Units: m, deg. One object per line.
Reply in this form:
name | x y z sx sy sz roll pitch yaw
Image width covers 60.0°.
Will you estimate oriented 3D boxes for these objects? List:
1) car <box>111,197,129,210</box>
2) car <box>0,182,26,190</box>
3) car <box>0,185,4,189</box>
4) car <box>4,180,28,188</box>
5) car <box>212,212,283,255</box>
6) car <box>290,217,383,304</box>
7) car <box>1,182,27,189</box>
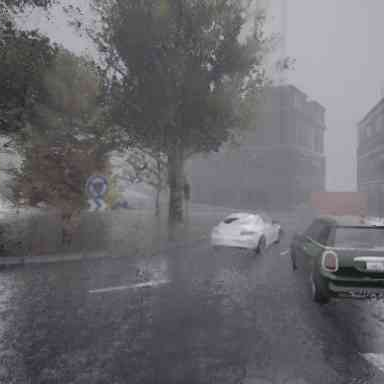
car | -9.815 1.210 41.846 2.097 1.767 4.553 0 2 -39
car | -38.722 -1.275 71.662 4.892 1.521 2.231 -3 6 -41
car | -37.674 -1.026 68.898 4.792 1.488 2.163 -3 6 -41
car | -42.142 -2.050 79.791 4.553 1.767 2.185 -3 5 -43
car | 2.342 1.556 13.548 1.812 1.442 4.674 0 0 28
car | 3.772 1.402 8.322 2.097 1.767 4.553 0 0 9
car | -39.839 -1.454 74.396 4.674 1.452 2.002 -3 5 -42
